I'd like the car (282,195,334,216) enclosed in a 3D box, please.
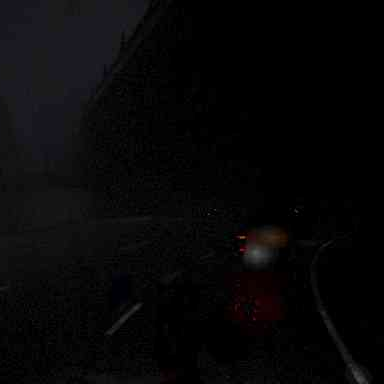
[{"bbox_3d":[10.860,1.271,31.168,5.566,2.045,2.150,0,0,-31],"label":"car"}]

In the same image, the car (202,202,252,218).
[{"bbox_3d":[3.121,1.567,29.595,4.718,1.301,1.895,0,0,-41],"label":"car"}]

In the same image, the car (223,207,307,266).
[{"bbox_3d":[2.777,1.490,11.709,1.837,1.490,4.892,-1,0,23],"label":"car"}]
